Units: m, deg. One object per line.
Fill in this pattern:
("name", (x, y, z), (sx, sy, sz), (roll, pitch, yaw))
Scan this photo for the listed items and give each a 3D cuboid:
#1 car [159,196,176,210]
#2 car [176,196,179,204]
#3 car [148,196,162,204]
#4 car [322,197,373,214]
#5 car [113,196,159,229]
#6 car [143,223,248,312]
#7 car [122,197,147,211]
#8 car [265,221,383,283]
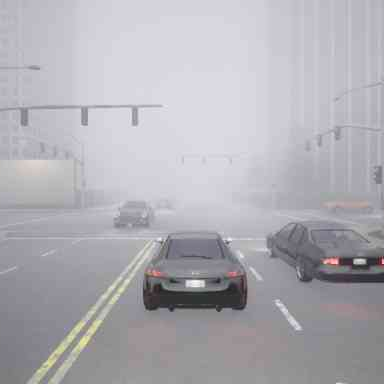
("car", (-3.562, 1.491, 43.039), (2.128, 1.511, 4.902), (0, 0, -1))
("car", (-3.562, 1.507, 63.168), (1.837, 1.490, 4.892), (0, -1, 0))
("car", (-7.042, 1.548, 64.013), (2.033, 1.411, 5.357), (0, 0, 1))
("car", (15.493, 1.297, 33.285), (4.553, 1.767, 2.097), (0, 0, 0))
("car", (-3.602, 1.319, 21.441), (2.097, 1.767, 4.553), (0, 0, 0))
("car", (0.061, 1.564, 7.796), (1.994, 1.385, 4.181), (0, 0, 0))
("car", (-7.238, 1.491, 42.540), (2.128, 1.511, 4.902), (0, 0, 3))
("car", (3.582, 1.547, 9.679), (2.033, 1.411, 5.357), (0, 0, -1))
